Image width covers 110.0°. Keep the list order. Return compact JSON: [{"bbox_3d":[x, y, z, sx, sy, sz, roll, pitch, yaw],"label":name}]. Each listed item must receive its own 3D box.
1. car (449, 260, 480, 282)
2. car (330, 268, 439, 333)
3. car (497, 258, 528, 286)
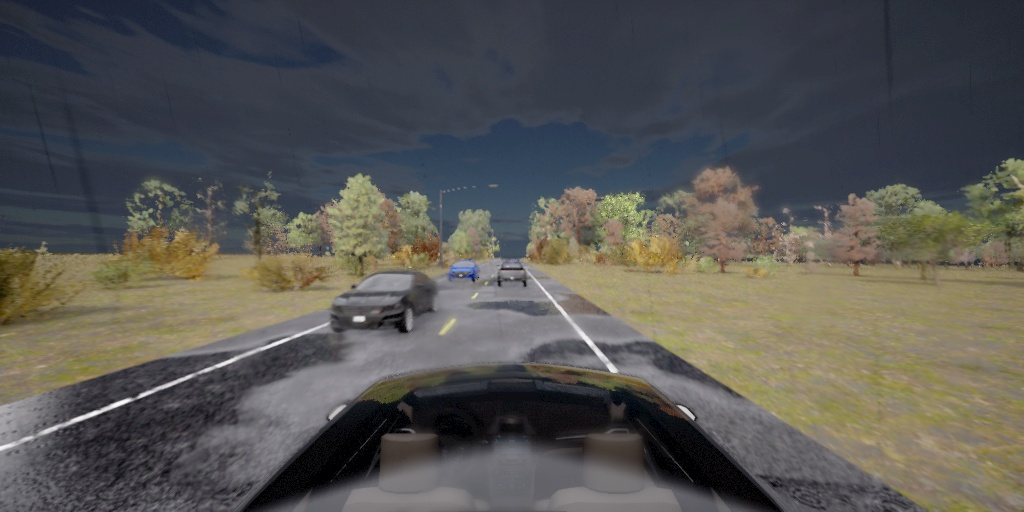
[{"bbox_3d":[-3.490,1.051,27.002,1.882,1.535,5.008,0,0,0],"label":"car"},{"bbox_3d":[-3.497,1.166,10.716,1.882,1.535,5.008,0,0,0],"label":"car"},{"bbox_3d":[0.019,1.089,23.310,2.128,1.511,4.902,0,0,0],"label":"car"}]
